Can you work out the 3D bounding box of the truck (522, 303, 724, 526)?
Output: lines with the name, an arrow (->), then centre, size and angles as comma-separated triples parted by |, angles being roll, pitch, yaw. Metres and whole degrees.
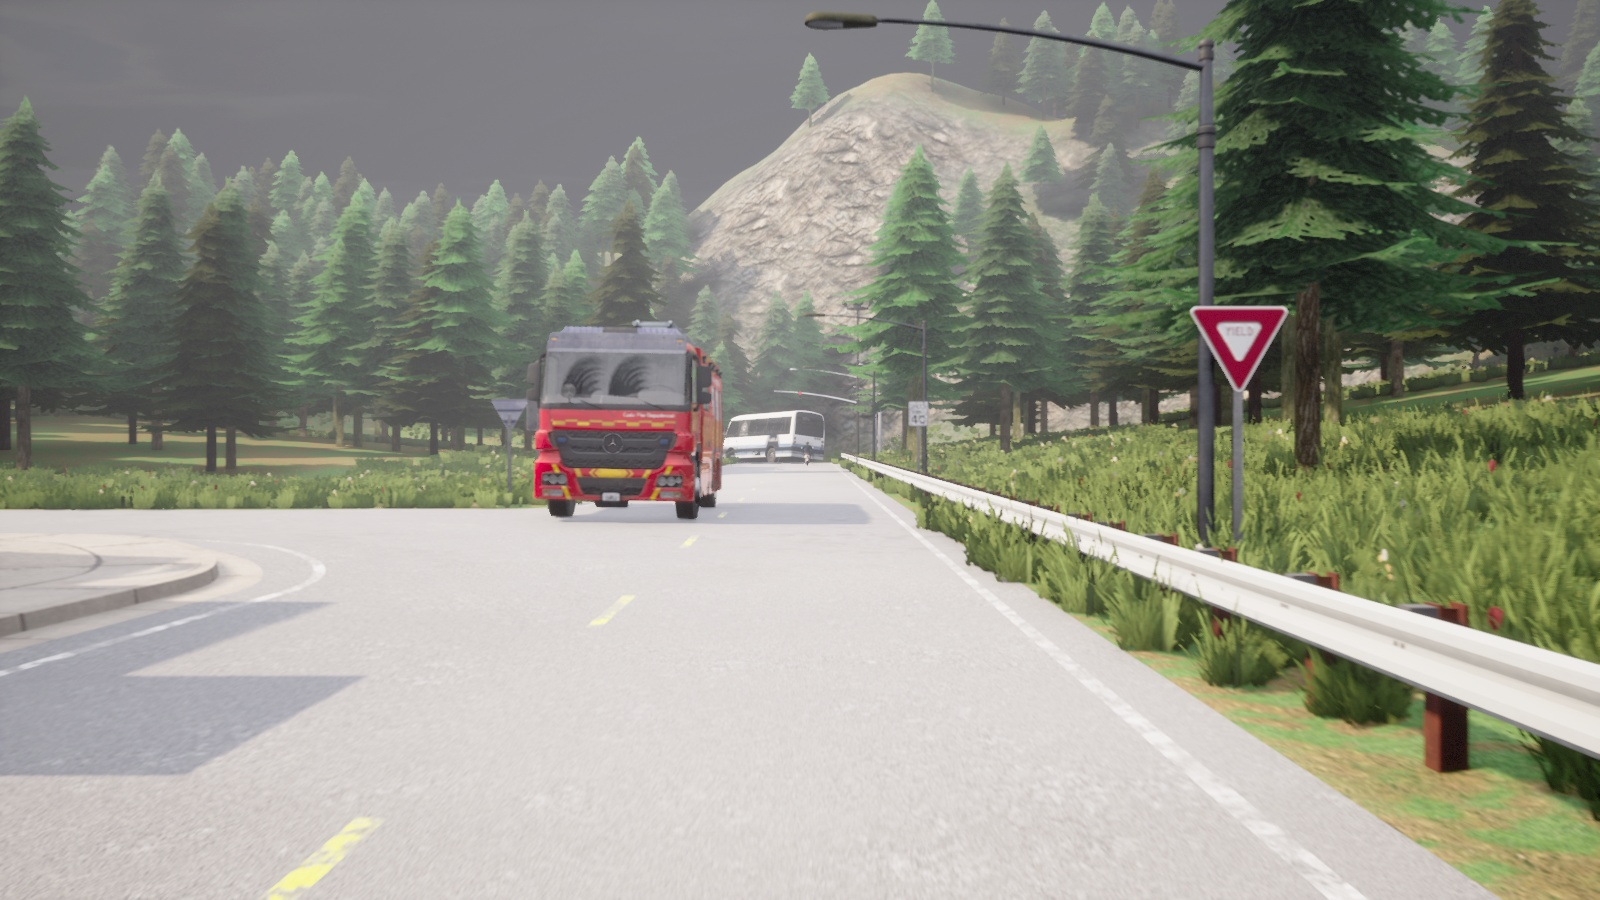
truck -> -3.331, -0.600, 26.079 | 2.891, 3.827, 8.468 | 1, 0, 0
